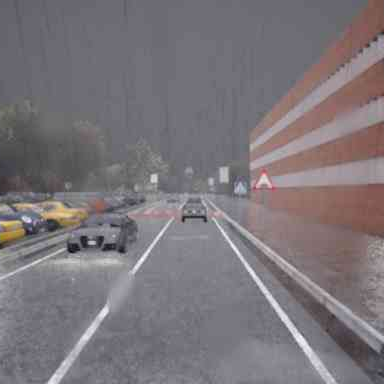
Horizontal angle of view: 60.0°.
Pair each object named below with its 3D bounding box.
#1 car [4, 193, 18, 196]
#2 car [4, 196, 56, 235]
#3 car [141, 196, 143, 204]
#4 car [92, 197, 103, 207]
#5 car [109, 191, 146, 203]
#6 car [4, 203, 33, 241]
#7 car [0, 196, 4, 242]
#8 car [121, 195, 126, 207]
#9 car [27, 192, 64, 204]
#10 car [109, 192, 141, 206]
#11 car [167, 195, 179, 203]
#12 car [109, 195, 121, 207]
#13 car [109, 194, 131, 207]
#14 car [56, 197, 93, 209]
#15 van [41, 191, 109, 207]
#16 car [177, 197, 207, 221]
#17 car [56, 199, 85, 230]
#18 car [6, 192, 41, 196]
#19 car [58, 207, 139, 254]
[{"bbox_3d":[-21.908,1.187,35.560,4.892,1.521,2.231,0,1,0],"label":"car"},{"bbox_3d":[-9.361,1.233,15.868,4.553,1.767,2.185,0,0,0],"label":"car"},{"bbox_3d":[-9.346,1.145,44.127,4.674,1.452,2.002,0,1,0],"label":"car"},{"bbox_3d":[-9.333,1.325,24.346,4.674,1.452,2.002,0,1,0],"label":"car"},{"bbox_3d":[-9.322,0.825,46.949,5.566,2.045,2.435,0,1,0],"label":"car"},{"bbox_3d":[-9.513,1.381,13.043,5.366,1.575,1.946,0,1,0],"label":"car"},{"bbox_3d":[-9.354,1.157,10.216,5.566,2.045,2.435,0,1,0],"label":"car"},{"bbox_3d":[-9.344,1.250,32.823,4.674,1.452,2.002,0,1,0],"label":"car"},{"bbox_3d":[-21.863,0.914,49.685,4.553,1.767,2.185,0,0,0],"label":"car"},{"bbox_3d":[-9.341,1.133,41.299,5.008,1.535,2.097,0,1,0],"label":"car"},{"bbox_3d":[-3.000,1.163,54.713,1.994,1.385,4.181,0,1,1],"label":"car"},{"bbox_3d":[-9.310,1.265,29.997,4.792,1.488,2.163,0,0,0],"label":"car"},{"bbox_3d":[-9.340,1.225,35.649,4.674,1.452,2.002,0,1,0],"label":"car"},{"bbox_3d":[-9.519,1.306,21.521,5.366,1.575,1.946,0,1,0],"label":"car"},{"bbox_3d":[-9.454,1.034,27.170,4.442,1.987,1.878,0,1,0],"label":"van"},{"bbox_3d":[0.167,1.381,24.981,2.033,1.411,5.357,0,0,0],"label":"car"},{"bbox_3d":[-9.146,1.331,18.695,5.366,1.575,1.946,0,0,0],"label":"car"},{"bbox_3d":[-21.926,1.134,41.206,4.892,1.521,2.231,0,1,0],"label":"car"},{"bbox_3d":[-3.327,1.488,13.063,1.994,1.385,4.181,0,0,0],"label":"car"}]
